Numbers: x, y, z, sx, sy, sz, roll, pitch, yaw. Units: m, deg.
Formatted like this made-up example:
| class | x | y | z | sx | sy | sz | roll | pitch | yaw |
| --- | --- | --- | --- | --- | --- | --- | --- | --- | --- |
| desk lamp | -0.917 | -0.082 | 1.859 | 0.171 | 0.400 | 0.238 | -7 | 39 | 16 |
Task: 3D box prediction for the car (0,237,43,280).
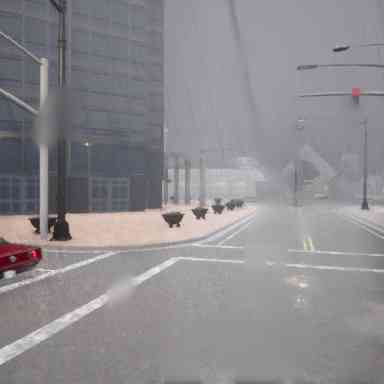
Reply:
| class | x | y | z | sx | sy | sz | roll | pitch | yaw |
| --- | --- | --- | --- | --- | --- | --- | --- | --- | --- |
| car | -6.214 | 1.566 | 8.140 | 4.718 | 1.301 | 1.895 | 0 | 0 | 17 |
